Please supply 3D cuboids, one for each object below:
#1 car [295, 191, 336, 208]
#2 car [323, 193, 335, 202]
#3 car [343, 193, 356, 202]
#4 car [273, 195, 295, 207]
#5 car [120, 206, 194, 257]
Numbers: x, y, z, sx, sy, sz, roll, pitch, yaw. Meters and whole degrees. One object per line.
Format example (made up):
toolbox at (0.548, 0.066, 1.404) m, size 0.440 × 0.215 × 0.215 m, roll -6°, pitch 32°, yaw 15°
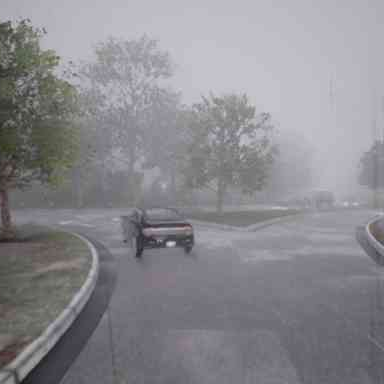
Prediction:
car at (15.197, 0.854, 40.147) m, size 5.566 × 2.045 × 2.150 m, roll 1°, pitch 1°, yaw -43°
car at (24.510, 0.950, 59.435) m, size 1.837 × 1.490 × 4.892 m, roll 1°, pitch 1°, yaw 21°
car at (27.391, 0.969, 57.906) m, size 1.837 × 1.490 × 4.892 m, roll 1°, pitch 1°, yaw 22°
car at (12.422, 1.126, 41.929) m, size 5.357 × 1.411 × 2.033 m, roll 0°, pitch 1°, yaw -41°
car at (-1.423, 1.269, 12.024) m, size 2.128 × 1.511 × 4.902 m, roll 0°, pitch 1°, yaw -19°
